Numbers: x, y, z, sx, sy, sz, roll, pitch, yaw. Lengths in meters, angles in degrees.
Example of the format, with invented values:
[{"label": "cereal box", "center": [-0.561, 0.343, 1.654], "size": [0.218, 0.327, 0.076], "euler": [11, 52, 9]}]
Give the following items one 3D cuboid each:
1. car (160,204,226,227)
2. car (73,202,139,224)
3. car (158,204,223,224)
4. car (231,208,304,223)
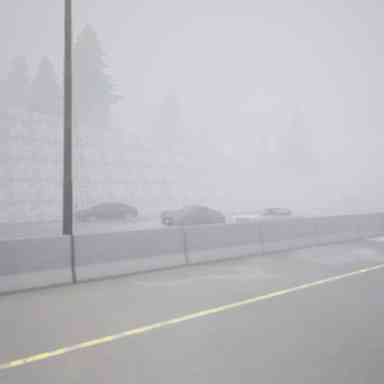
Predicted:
[{"label": "car", "center": [0.139, 1.584, 21.312], "size": [4.181, 1.385, 1.994], "euler": [0, 0, -36]}, {"label": "car", "center": [-6.463, 1.522, 25.199], "size": [4.892, 1.490, 1.837], "euler": [0, 0, -36]}, {"label": "car", "center": [-0.075, 1.625, 25.459], "size": [4.718, 1.301, 1.895], "euler": [0, 0, -35]}, {"label": "car", "center": [4.653, 1.625, 20.231], "size": [4.718, 1.301, 1.895], "euler": [0, 0, -35]}]
